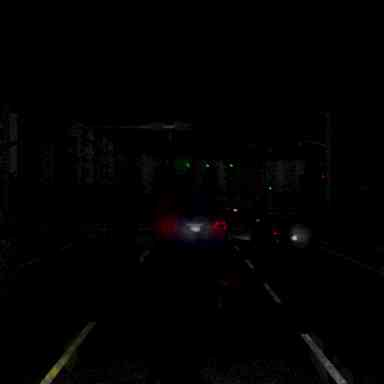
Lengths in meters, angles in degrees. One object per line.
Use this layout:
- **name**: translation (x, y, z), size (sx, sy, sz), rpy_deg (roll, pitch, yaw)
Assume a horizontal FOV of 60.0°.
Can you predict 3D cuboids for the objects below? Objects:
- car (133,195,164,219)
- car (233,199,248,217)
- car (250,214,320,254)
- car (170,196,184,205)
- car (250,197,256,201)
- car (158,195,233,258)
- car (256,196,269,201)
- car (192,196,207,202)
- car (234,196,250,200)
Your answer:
- **car**: translation (-3.198, 1.278, 29.980), size (2.150, 2.045, 5.566), rpy_deg (1, -1, -38)
- **car**: translation (4.015, 1.627, 32.331), size (1.994, 1.385, 4.181), rpy_deg (0, 0, 2)
- **car**: translation (3.654, 1.591, 13.691), size (1.994, 1.385, 4.181), rpy_deg (0, 0, 1)
- **car**: translation (-2.803, 1.602, 64.101), size (1.882, 1.535, 5.008), rpy_deg (0, 0, 6)
- **car**: translation (14.290, 1.701, 89.851), size (4.674, 1.442, 1.812), rpy_deg (0, 0, -39)
- **car**: translation (0.142, 1.246, 12.928), size (2.150, 2.045, 5.566), rpy_deg (0, 0, 1)
- **car**: translation (19.149, 1.716, 89.335), size (5.357, 1.411, 2.033), rpy_deg (0, 0, -36)
- **car**: translation (1.804, 1.679, 79.215), size (1.812, 1.442, 4.674), rpy_deg (0, 0, 25)
- **car**: translation (11.726, 1.639, 81.905), size (1.882, 1.535, 5.008), rpy_deg (0, 0, 38)
